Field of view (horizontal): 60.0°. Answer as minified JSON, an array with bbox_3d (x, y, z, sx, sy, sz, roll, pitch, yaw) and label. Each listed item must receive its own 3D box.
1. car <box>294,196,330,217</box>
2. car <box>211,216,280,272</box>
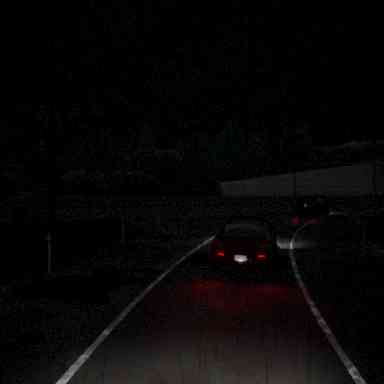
[{"bbox_3d":[10.810,1.165,29.770,2.097,1.767,4.553,1,1,35],"label":"car"},{"bbox_3d":[1.806,1.484,10.650,1.812,1.442,4.674,0,1,14],"label":"car"}]
